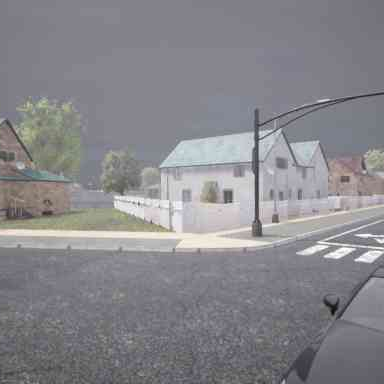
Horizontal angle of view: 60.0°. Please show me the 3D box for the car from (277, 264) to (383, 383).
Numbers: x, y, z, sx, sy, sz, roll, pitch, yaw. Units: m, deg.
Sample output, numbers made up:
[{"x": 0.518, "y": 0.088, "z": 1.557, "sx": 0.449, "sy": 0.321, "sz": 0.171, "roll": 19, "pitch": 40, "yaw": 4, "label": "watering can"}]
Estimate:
[{"x": 2.551, "y": 1.524, "z": 3.451, "sx": 1.812, "sy": 1.442, "sz": 4.674, "roll": 0, "pitch": 0, "yaw": 42, "label": "car"}]
